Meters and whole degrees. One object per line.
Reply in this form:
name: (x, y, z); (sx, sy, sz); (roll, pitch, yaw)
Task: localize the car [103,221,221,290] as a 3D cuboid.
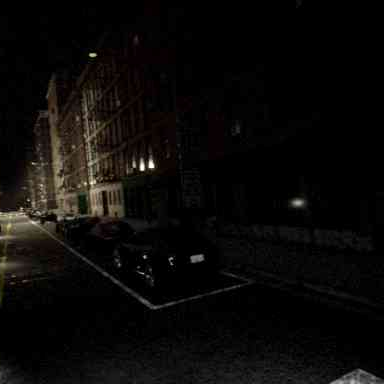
car: (-0.866, 1.620, 9.337); (1.947, 1.339, 4.313); (-5, 0, -29)

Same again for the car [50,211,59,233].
car: (-8.684, 2.235, 23.749); (1.752, 1.417, 4.829); (-5, 0, -29)

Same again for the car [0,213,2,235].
car: (-17.572, 2.956, 28.702); (1.882, 1.535, 5.008); (-5, 1, -28)

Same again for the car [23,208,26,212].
car: (-34.465, 4.377, 71.294); (1.752, 1.417, 4.829); (-5, 0, -29)

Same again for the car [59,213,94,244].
car: (-6.022, 2.053, 18.846); (1.947, 1.339, 4.313); (-5, 0, -29)

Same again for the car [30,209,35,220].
car: (-21.491, 3.328, 47.372); (2.008, 1.369, 4.403); (-5, 0, -29)

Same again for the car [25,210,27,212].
car: (-29.224, 3.987, 61.636); (1.947, 1.339, 4.313); (-5, 0, -29)

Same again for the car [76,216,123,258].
car: (-3.443, 1.853, 14.091); (1.802, 1.307, 4.206); (-5, 0, -29)

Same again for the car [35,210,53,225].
car: (-16.335, 2.899, 37.864); (2.008, 1.369, 4.403); (-5, 0, -29)

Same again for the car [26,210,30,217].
car: (-26.646, 3.773, 56.881); (1.947, 1.339, 4.313); (-5, 0, -29)
